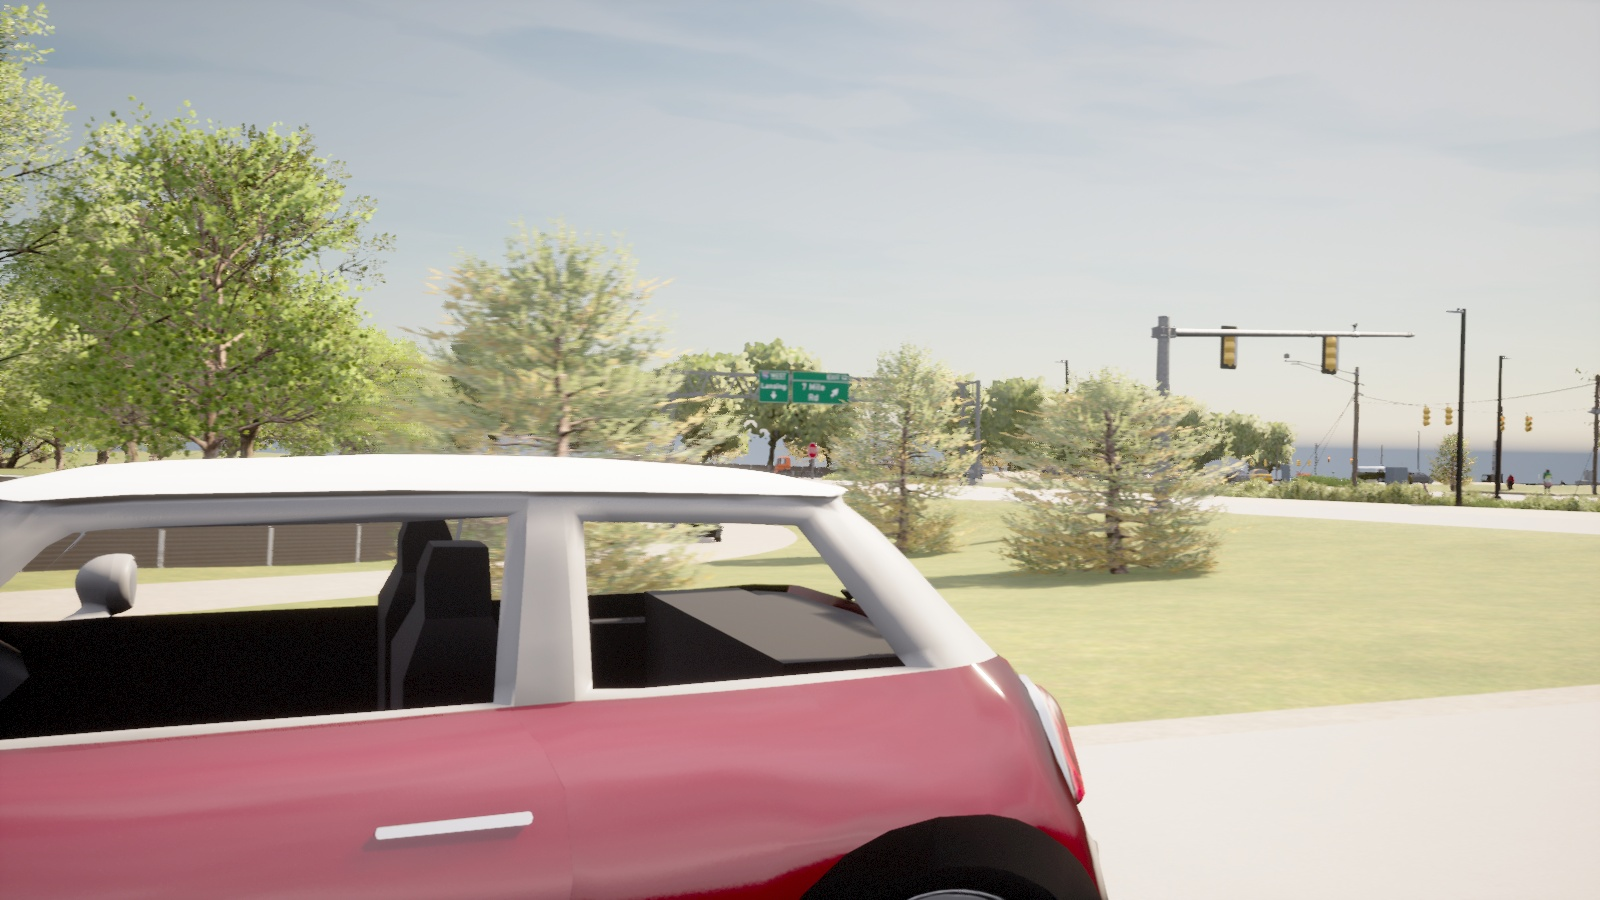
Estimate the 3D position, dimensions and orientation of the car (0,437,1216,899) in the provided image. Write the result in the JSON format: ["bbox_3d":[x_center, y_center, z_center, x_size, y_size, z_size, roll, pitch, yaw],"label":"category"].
[{"bbox_3d":[-1.303,0.733,2.744,3.806,1.475,1.970,-1,1,-21],"label":"car"}]
